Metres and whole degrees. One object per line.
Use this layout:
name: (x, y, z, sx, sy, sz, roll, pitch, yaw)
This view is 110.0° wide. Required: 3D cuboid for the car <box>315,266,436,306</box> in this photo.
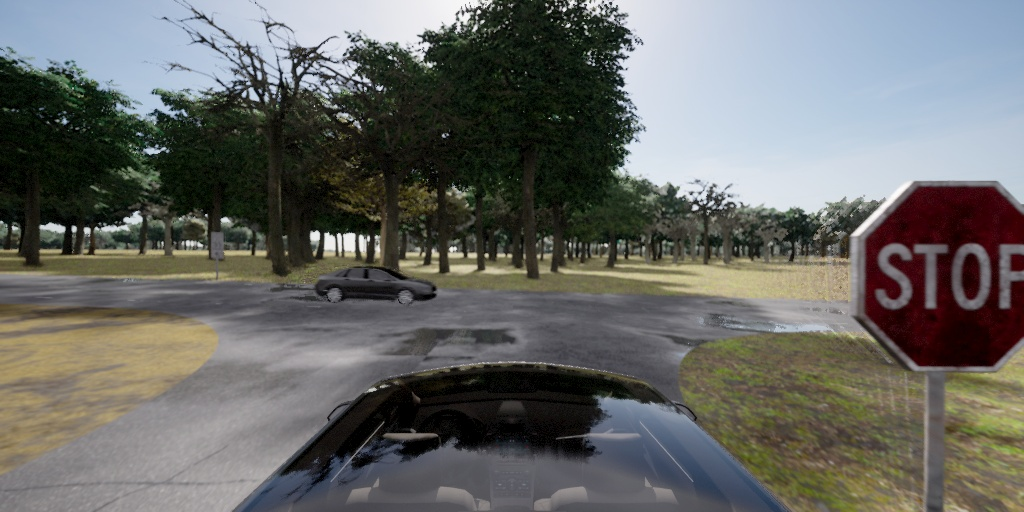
car: (-5.702, 1.216, 15.249, 4.892, 1.490, 1.837, 2, 0, 0)
